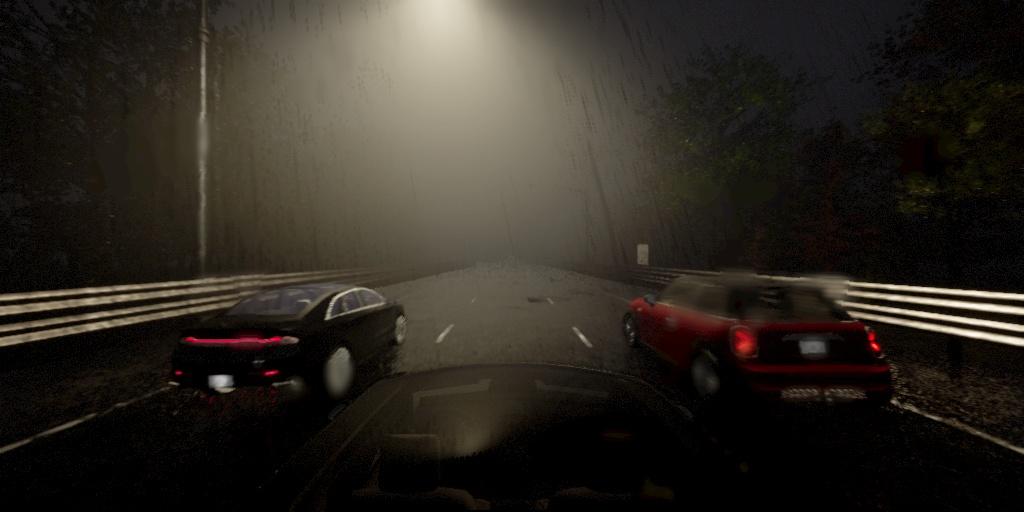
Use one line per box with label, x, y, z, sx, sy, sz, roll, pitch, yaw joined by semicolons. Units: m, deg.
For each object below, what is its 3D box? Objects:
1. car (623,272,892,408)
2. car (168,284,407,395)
car;3.595;1.116;6.393;2.097;1.767;4.553;0;0;0
car;-3.406;1.255;6.617;2.128;1.511;4.902;0;0;0
